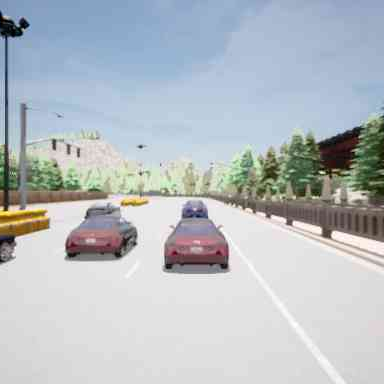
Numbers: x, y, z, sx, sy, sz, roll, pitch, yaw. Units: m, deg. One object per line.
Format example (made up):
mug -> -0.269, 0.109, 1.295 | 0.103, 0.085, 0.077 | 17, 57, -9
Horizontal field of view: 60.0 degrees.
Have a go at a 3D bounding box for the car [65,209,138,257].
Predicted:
car -> -3.352, 1.594, 13.036 | 1.994, 1.385, 4.181 | 0, 0, 0

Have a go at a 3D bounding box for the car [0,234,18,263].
car -> -6.870, 1.623, 9.186 | 1.895, 1.301, 4.718 | 0, 0, 0

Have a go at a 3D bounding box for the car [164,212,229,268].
car -> 0.142, 1.591, 11.399 | 1.994, 1.385, 4.181 | 0, 0, 0

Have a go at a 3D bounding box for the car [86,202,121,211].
car -> -6.784, 1.549, 25.938 | 2.128, 1.511, 4.902 | 0, 0, 0

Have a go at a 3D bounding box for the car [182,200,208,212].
car -> 0.230, 1.413, 28.031 | 2.097, 1.767, 4.553 | 0, 0, 0
